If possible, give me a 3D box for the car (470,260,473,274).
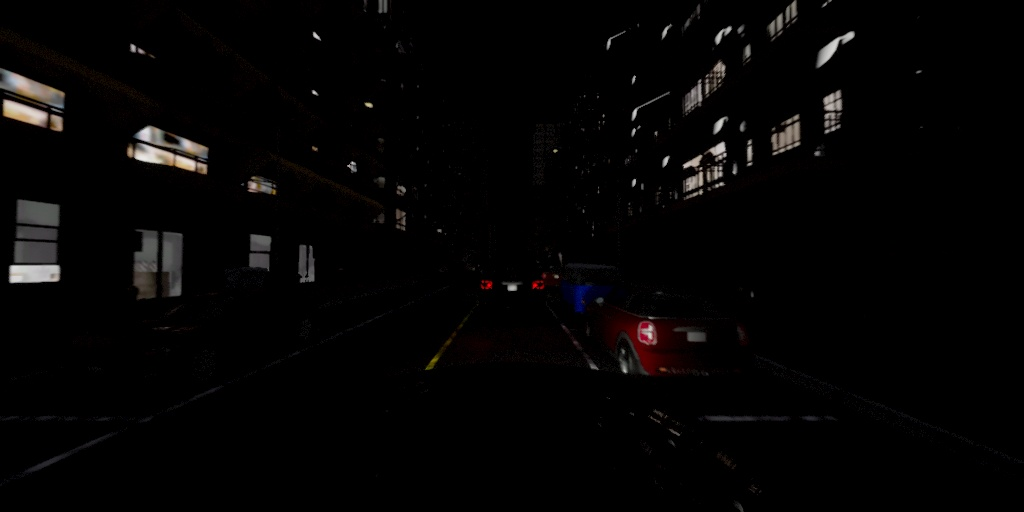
[{"bbox_3d":[-5.696,1.534,45.747,1.751,1.417,4.829,0,0,0],"label":"car"}]

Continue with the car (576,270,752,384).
[{"bbox_3d":[2.691,1.222,7.187,1.967,1.591,4.097,0,0,0],"label":"car"}]

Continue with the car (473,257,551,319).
[{"bbox_3d":[0.032,1.043,13.327,2.150,2.045,5.566,0,0,0],"label":"car"}]

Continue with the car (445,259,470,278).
[{"bbox_3d":[-5.695,1.261,34.836,2.192,1.841,5.009,0,0,0],"label":"car"}]

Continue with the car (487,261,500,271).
[{"bbox_3d":[-3.064,1.612,59.627,1.812,1.442,4.674,0,0,0],"label":"car"}]

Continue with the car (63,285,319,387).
[{"bbox_3d":[-5.691,1.328,7.133,1.888,1.381,4.507,0,0,0],"label":"car"}]

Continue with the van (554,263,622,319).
[{"bbox_3d":[2.690,1.157,12.726,1.690,1.789,3.998,0,0,0],"label":"van"}]

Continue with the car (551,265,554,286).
[{"bbox_3d":[2.688,1.321,23.809,1.967,1.591,4.097,0,0,0],"label":"car"}]

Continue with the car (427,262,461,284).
[{"bbox_3d":[-5.694,1.465,29.295,2.007,1.370,4.403,0,0,0],"label":"car"}]
